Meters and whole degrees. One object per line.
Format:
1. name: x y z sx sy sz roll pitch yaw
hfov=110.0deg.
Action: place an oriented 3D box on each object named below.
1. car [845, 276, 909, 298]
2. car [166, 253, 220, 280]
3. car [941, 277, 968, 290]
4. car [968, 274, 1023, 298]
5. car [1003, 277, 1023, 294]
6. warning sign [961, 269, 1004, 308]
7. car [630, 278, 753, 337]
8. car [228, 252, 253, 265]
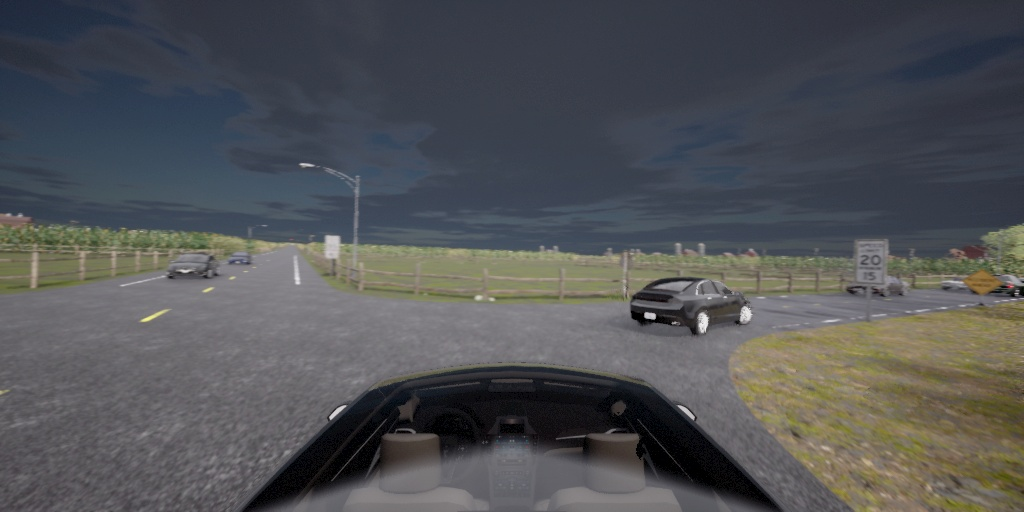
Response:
1. car: 25.381 2.031 24.827 5.357 1.411 2.033 2 0 -27
2. car: -19.290 0.581 21.887 1.837 1.490 4.892 2 0 -31
3. car: 41.767 2.611 33.157 4.718 1.301 1.895 2 0 -27
4. car: 38.836 2.257 28.494 4.553 1.767 2.097 2 0 -27
5. car: 47.498 2.719 33.013 4.181 1.385 1.994 2 0 -27
6. warning sign: 23.349 1.579 17.835 1.060 1.860 1.300 0 0 -27
7. car: 5.610 1.410 11.053 4.892 1.490 1.837 2 -1 -38
8. car: -30.462 0.213 40.392 2.033 1.411 5.357 2 0 -31
